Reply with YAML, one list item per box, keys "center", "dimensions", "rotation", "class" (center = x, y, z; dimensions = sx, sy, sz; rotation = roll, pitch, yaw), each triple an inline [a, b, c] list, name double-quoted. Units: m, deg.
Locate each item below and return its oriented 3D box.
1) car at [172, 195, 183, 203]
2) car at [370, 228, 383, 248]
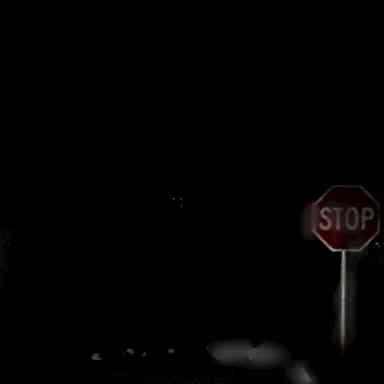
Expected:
- center: [-2.815, 1.329, 65.449]
  dimensions: [2.097, 1.767, 4.553]
  rotation: [0, 0, 0]
  class: "car"
- center: [9.783, 1.865, 13.598]
  dimensions: [4.718, 1.301, 1.895]
  rotation: [1, 1, 0]
  class: "car"
